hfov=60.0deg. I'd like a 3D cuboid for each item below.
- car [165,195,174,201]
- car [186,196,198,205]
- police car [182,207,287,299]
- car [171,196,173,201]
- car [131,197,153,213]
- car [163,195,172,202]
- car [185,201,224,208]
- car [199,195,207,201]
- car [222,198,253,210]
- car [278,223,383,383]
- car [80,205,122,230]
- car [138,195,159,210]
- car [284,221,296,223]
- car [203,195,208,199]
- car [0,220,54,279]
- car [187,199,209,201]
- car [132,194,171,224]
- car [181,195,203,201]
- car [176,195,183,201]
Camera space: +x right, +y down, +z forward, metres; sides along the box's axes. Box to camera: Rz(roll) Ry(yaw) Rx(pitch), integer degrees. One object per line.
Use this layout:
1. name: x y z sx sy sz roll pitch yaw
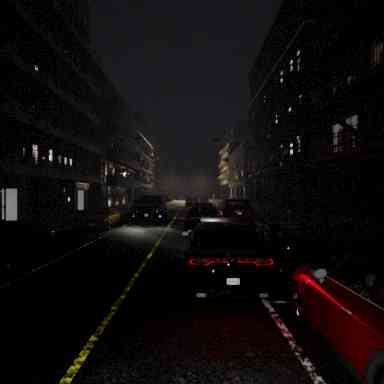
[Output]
1. car: -5.669 1.521 83.315 1.887 1.381 4.507 0 0 0
2. car: 0.015 1.534 59.913 2.033 1.411 5.357 0 0 0
3. police car: 0.762 1.425 8.646 1.930 1.638 5.238 0 0 0
4. car: -5.670 1.297 72.042 2.192 1.841 5.009 0 0 0
5. car: -5.679 1.434 38.224 1.967 1.590 4.097 0 0 0
6. car: -5.670 1.419 77.678 1.967 1.590 4.097 0 0 0
7. car: 0.671 1.481 18.602 1.882 1.535 5.008 0 0 5
8. car: 2.712 1.521 83.309 1.887 1.381 4.507 0 0 0
9. car: 2.699 1.313 21.309 2.192 1.841 5.009 0 0 0
10. car: 2.694 1.440 4.400 1.967 1.590 4.097 0 0 0
11. car: -5.683 1.524 21.144 1.752 1.417 4.829 0 0 0
12. car: -5.677 1.308 43.861 2.192 1.841 5.009 0 0 0
13. car: 2.696 1.551 10.035 2.008 1.369 4.403 0 0 0
14. car: 2.709 1.507 72.206 1.752 1.417 4.829 0 0 0
15. car: -5.686 1.566 10.040 1.947 1.339 4.313 0 0 0
16. car: 0.790 1.503 24.505 1.837 1.490 4.892 0 0 -2
17. car: -3.092 1.219 25.281 2.150 2.045 5.566 0 0 0
18. car: 0.022 1.483 46.212 2.128 1.511 4.902 0 0 0
19. car: -2.980 1.502 83.820 1.812 1.442 4.674 0 0 0
